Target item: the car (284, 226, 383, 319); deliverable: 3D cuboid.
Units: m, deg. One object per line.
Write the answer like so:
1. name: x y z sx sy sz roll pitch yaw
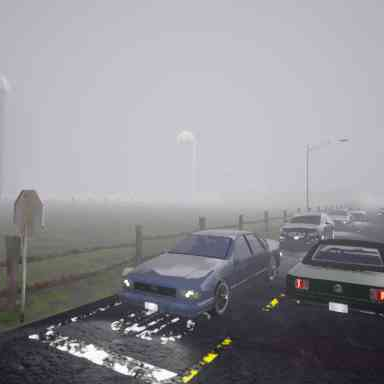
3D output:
1. car: 3.674 1.723 7.573 1.895 1.301 4.718 0 -1 32

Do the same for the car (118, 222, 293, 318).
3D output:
1. car: 0.668 1.660 8.116 2.033 1.411 5.357 0 -1 31

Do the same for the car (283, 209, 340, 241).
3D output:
1. car: 5.790 1.777 16.419 1.837 1.490 4.892 0 -1 32

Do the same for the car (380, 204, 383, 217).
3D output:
1. car: 24.905 2.289 41.951 1.837 1.490 4.892 0 -1 32

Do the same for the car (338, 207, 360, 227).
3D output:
1. car: 10.931 1.979 24.735 2.033 1.411 5.357 0 -1 31

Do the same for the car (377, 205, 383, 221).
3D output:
1. car: 19.633 2.164 33.327 2.033 1.411 5.357 0 -1 32

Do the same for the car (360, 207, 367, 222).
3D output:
1. car: 16.243 2.159 33.262 1.994 1.385 4.181 0 -1 32
